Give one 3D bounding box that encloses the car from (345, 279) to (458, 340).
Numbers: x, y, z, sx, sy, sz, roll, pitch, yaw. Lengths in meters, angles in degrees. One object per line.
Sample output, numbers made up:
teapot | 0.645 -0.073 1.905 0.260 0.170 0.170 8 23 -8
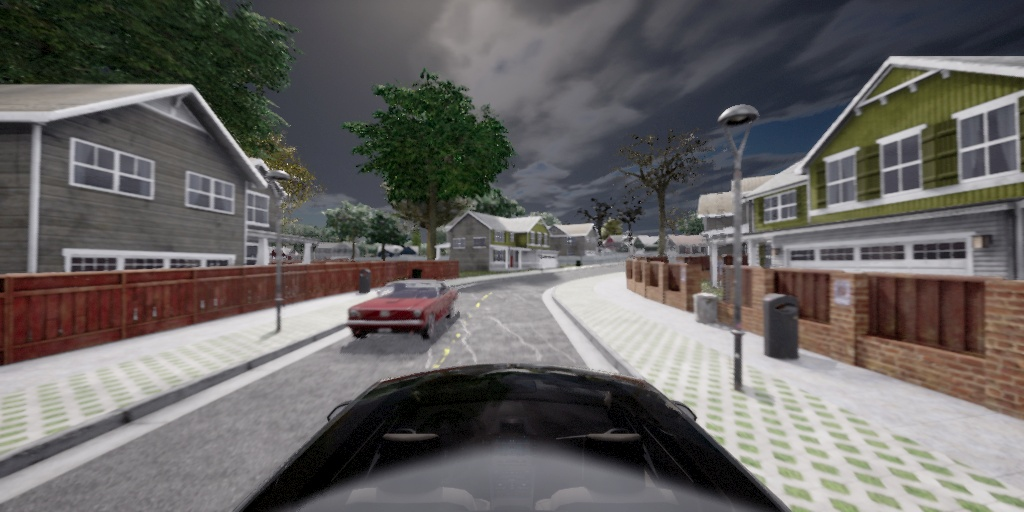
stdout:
car | -2.814 1.354 10.162 1.895 1.301 4.718 0 0 0
